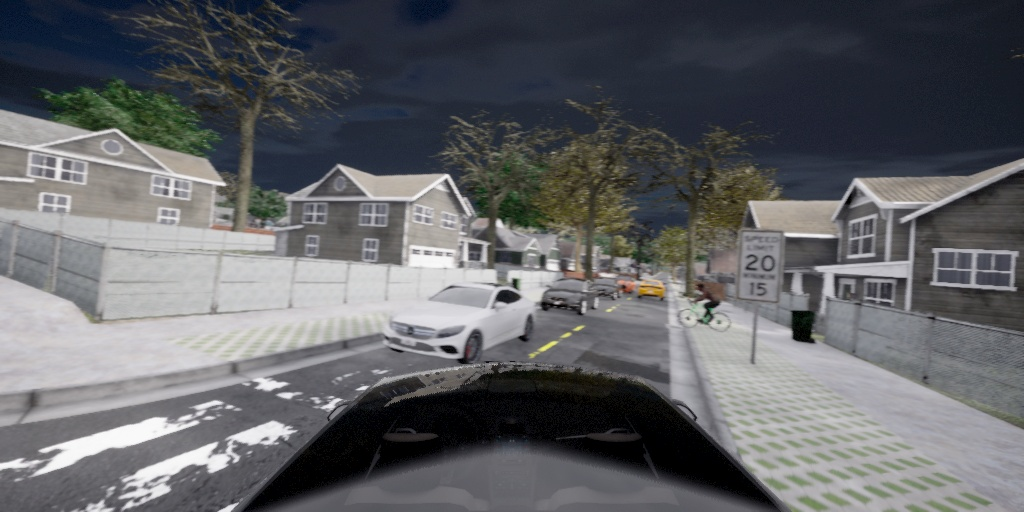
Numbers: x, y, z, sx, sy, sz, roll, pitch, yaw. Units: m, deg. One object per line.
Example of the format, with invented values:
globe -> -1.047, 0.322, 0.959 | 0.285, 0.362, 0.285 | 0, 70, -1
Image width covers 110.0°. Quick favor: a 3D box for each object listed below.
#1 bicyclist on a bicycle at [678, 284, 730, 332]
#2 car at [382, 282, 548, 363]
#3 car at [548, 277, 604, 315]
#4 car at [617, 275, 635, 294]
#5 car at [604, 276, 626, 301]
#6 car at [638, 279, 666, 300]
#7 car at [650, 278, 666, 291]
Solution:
bicyclist on a bicycle -> 6.771, 1.810, 12.626 | 1.656, 1.620, 0.582 | 4, -1, 24
car -> -0.862, 1.343, 8.380 | 1.812, 1.442, 4.674 | 4, -1, 24
car -> 2.821, 1.797, 16.871 | 1.837, 1.490, 4.892 | 4, -1, 23
car -> 10.972, 2.704, 35.556 | 2.097, 1.767, 4.553 | 4, -1, 24
car -> 6.759, 2.308, 25.942 | 1.837, 1.490, 4.892 | 4, -2, 24
car -> 11.762, 2.767, 30.103 | 1.882, 1.535, 5.008 | 4, -1, 24
car -> 20.065, 3.882, 49.263 | 1.882, 1.535, 5.008 | 4, -1, 23
